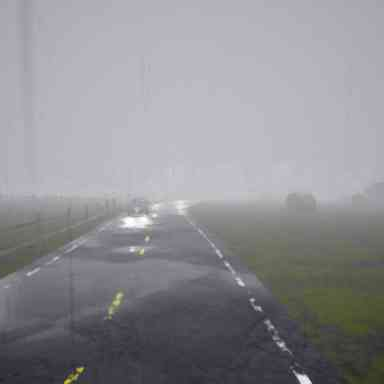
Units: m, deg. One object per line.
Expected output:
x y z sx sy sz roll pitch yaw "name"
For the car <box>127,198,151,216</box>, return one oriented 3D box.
-4.794 1.328 30.441 2.128 1.511 4.902 0 0 -3 "car"
